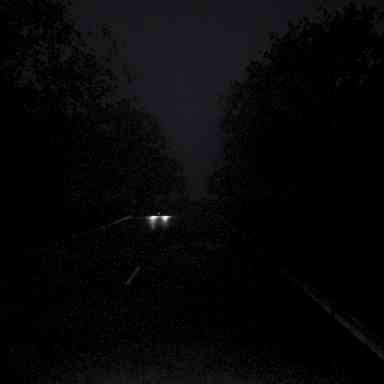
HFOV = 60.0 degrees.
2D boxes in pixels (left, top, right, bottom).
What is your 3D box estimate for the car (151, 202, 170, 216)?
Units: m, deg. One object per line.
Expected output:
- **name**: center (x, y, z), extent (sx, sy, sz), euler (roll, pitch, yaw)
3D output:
- **car**: center (-3.375, 1.765, 36.427), extent (2.033, 1.411, 5.357), euler (0, 0, 0)
